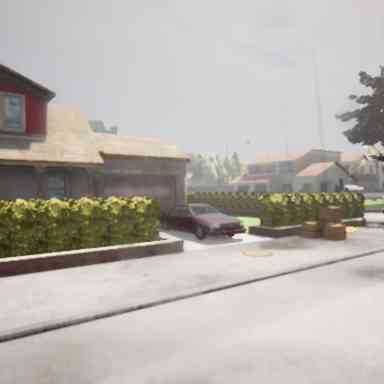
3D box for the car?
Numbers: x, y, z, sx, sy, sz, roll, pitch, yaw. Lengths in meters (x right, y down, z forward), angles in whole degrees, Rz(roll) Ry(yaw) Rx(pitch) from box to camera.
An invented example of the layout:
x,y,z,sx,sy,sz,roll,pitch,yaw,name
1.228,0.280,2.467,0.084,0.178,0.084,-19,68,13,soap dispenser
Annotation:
x,y,z,sx,sy,sz,roll,pitch,yaw,name
0.134,1.264,15.504,2.033,1.415,5.357,-1,0,-33,car
